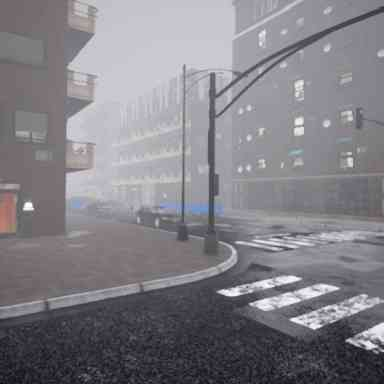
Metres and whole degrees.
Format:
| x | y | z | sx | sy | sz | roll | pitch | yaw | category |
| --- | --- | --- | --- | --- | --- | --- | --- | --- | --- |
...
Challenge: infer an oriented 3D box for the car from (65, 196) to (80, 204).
| x | y | z | sx | sy | sz | roll | pitch | yaw | category |
| --- | --- | --- | --- | --- | --- | --- | --- | --- | --- |
| -24.293 | 1.591 | 67.671 | 1.967 | 1.590 | 4.097 | 1 | 0 | -35 | car |

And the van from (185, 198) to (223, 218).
| x | y | z | sx | sy | sz | roll | pitch | yaw | category |
| --- | --- | --- | --- | --- | --- | --- | --- | --- | --- |
| 1.109 | 1.417 | 30.825 | 1.690 | 1.788 | 3.998 | 1 | 0 | -35 | van |

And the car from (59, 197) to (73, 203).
| x | y | z | sx | sy | sz | roll | pitch | yaw | category |
| --- | --- | --- | --- | --- | --- | --- | --- | --- | --- |
| -27.470 | 1.704 | 72.276 | 1.887 | 1.381 | 4.507 | 1 | 0 | -35 | car |

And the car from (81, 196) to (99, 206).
| x | y | z | sx | sy | sz | roll | pitch | yaw | category |
| --- | --- | --- | --- | --- | --- | --- | --- | --- | --- |
| -17.943 | 1.574 | 58.459 | 1.967 | 1.590 | 4.097 | 1 | 0 | -35 | car |

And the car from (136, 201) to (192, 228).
| x | y | z | sx | sy | sz | roll | pitch | yaw | category |
| --- | --- | --- | --- | --- | --- | --- | --- | --- | --- |
| -2.204 | 1.527 | 21.745 | 2.008 | 1.369 | 4.403 | 1 | 0 | -35 | car |

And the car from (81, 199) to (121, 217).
| x | y | z | sx | sy | sz | roll | pitch | yaw | category |
| --- | --- | --- | --- | --- | --- | --- | --- | --- | --- |
| -8.555 | 1.579 | 30.957 | 1.802 | 1.307 | 4.206 | 1 | 0 | -35 | car |

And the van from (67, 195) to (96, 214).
| x | y | z | sx | sy | sz | roll | pitch | yaw | category |
| --- | --- | --- | --- | --- | --- | --- | --- | --- | --- |
| -11.729 | 1.348 | 35.564 | 1.690 | 1.788 | 3.998 | 1 | 0 | -35 | van |

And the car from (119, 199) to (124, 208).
| x | y | z | sx | sy | sz | roll | pitch | yaw | category |
| --- | --- | --- | --- | --- | --- | --- | --- | --- | --- |
| -11.593 | 1.660 | 49.247 | 1.887 | 1.381 | 4.507 | 1 | 0 | -35 | car |

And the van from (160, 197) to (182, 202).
| x | y | z | sx | sy | sz | roll | pitch | yaw | category |
| --- | --- | --- | --- | --- | --- | --- | --- | --- | --- |
| -2.066 | 1.428 | 35.431 | 1.690 | 1.788 | 3.998 | 1 | 0 | -35 | van |

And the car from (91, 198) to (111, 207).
| x | y | z | sx | sy | sz | roll | pitch | yaw | category |
| --- | --- | --- | --- | --- | --- | --- | --- | --- | --- |
| -14.769 | 1.707 | 53.853 | 1.802 | 1.307 | 4.206 | 1 | 0 | -35 | car |

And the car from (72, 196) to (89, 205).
| x | y | z | sx | sy | sz | roll | pitch | yaw | category |
| --- | --- | --- | --- | --- | --- | --- | --- | --- | --- |
| -21.118 | 1.583 | 63.065 | 1.967 | 1.590 | 4.097 | 1 | 0 | -35 | car |
